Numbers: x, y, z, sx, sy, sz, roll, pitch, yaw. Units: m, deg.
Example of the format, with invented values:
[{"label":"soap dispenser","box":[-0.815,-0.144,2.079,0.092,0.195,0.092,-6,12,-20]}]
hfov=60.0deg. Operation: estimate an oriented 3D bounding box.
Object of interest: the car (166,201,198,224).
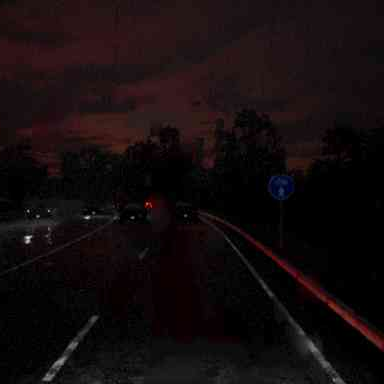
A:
[{"label":"car","box":[-0.703,1.410,24.472,1.882,1.535,5.008,0,0,-6]}]

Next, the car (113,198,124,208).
[{"label":"car","box":[-8.535,1.395,41.266,1.895,1.301,4.718,0,0,-22]}]

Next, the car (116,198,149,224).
[{"label":"car","box":[-4.179,1.454,24.024,1.812,1.442,4.674,0,0,-8]}]

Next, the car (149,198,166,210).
[{"label":"car","box":[-4.392,1.376,40.385,2.033,1.411,5.357,0,0,-20]}]

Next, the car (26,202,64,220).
[{"label":"car","box":[-11.793,1.484,26.887,1.895,1.301,4.718,0,1,-10]}]

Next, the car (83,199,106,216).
[{"label":"car","box":[-9.183,1.402,31.599,2.033,1.411,5.357,0,0,-13]}]
